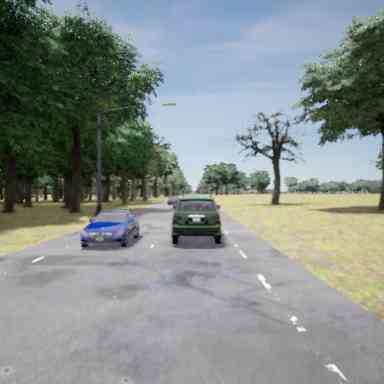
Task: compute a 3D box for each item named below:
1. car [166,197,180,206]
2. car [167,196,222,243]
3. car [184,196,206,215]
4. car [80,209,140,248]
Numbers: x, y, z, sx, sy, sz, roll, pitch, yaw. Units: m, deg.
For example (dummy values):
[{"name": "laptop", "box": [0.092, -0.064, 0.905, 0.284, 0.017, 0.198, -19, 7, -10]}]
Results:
[{"name": "car", "box": [-3.184, 1.555, 56.921, 1.994, 1.385, 4.181, 0, 0, 1]}, {"name": "car", "box": [0.222, 1.224, 16.154, 2.150, 2.045, 5.566, 0, 0, 1]}, {"name": "car", "box": [0.321, 1.350, 33.937, 2.097, 1.767, 4.553, 0, 0, 0]}, {"name": "car", "box": [-3.485, 1.537, 14.930, 1.812, 1.442, 4.674, 0, 0, 0]}]
